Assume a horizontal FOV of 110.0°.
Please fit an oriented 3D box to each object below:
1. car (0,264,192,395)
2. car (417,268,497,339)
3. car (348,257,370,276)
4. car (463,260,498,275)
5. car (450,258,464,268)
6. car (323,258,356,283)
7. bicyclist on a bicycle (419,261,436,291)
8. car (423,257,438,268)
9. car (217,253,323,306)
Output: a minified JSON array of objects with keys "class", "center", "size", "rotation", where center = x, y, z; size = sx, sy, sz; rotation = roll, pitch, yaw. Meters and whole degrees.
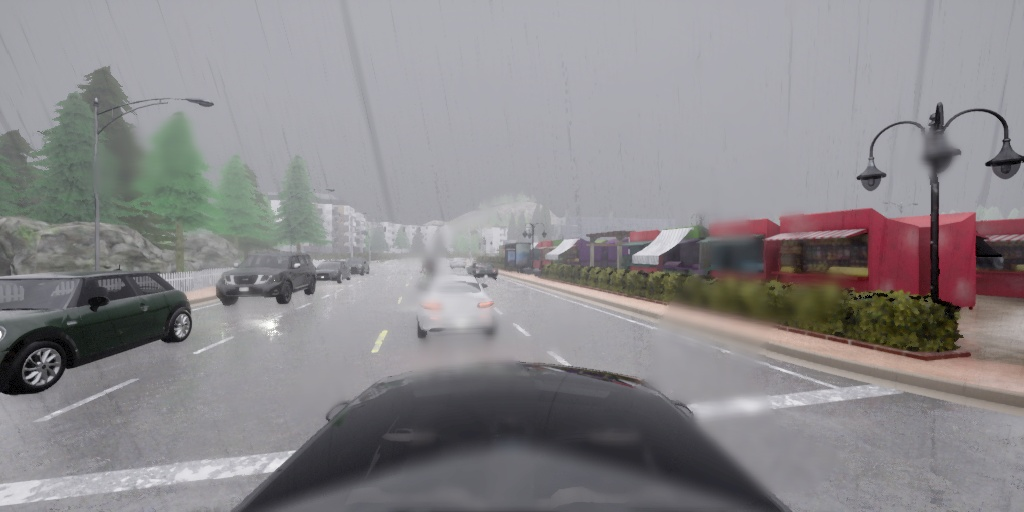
[{"class":"car","center":[-8.096,1.076,6.311],"size":[2.097,1.767,4.553],"rotation":[0,0,-13]},{"class":"car","center":[-1.602,1.224,9.896],"size":[1.812,1.442,4.674],"rotation":[0,0,-13]},{"class":"car","center":[-14.632,0.877,33.311],"size":[2.097,1.767,4.553],"rotation":[0,0,-13]},{"class":"car","center":[-2.453,1.163,28.449],"size":[1.895,1.301,4.718],"rotation":[0,0,-14]},{"class":"car","center":[-7.254,0.942,48.213],"size":[1.812,1.442,4.674],"rotation":[0,0,-13]},{"class":"car","center":[-12.704,1.088,25.338],"size":[1.837,1.490,4.892],"rotation":[0,0,-14]},{"class":"bicyclist on a bicycle","center":[-4.568,1.079,19.707],"size":[0.582,1.620,1.656],"rotation":[0,1,24]},{"class":"car","center":[-11.532,0.901,50.815],"size":[1.837,1.490,4.892],"rotation":[0,0,-13]},{"class":"car","center":[-10.366,0.876,15.728],"size":[2.150,2.045,5.566],"rotation":[0,0,-14]}]
